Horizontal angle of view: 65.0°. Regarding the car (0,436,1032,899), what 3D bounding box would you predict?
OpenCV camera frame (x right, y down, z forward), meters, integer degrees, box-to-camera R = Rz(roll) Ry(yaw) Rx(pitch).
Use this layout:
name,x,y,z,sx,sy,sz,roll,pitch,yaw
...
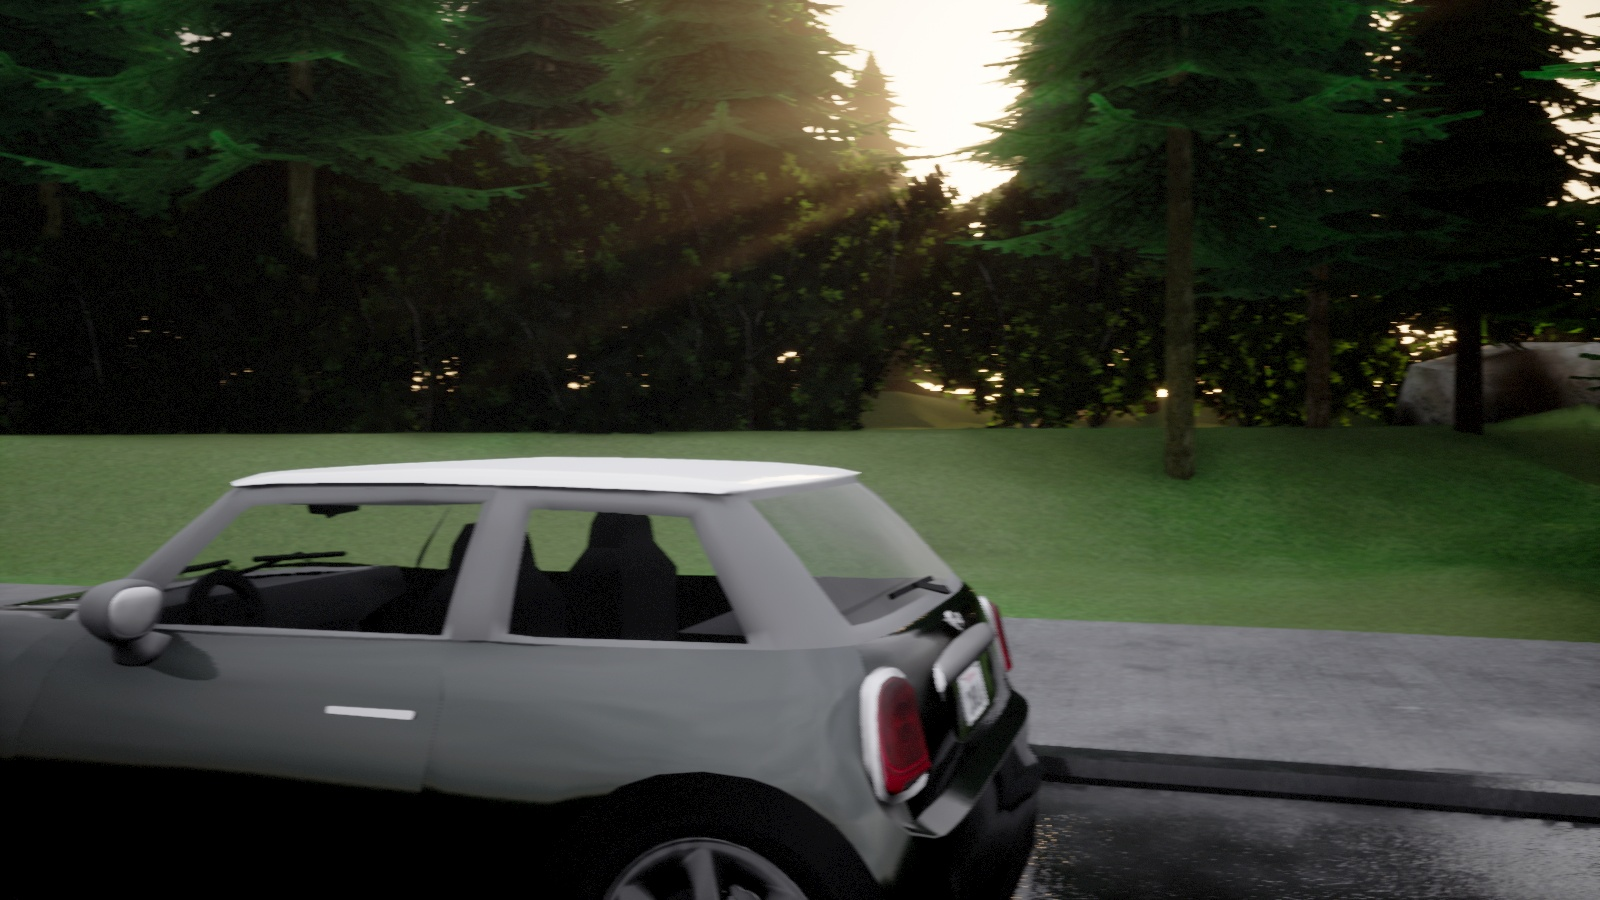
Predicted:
name,x,y,z,sx,sy,sz,roll,pitch,yaw
car,-1.307,0.709,4.056,3.806,1.475,1.970,0,1,18
